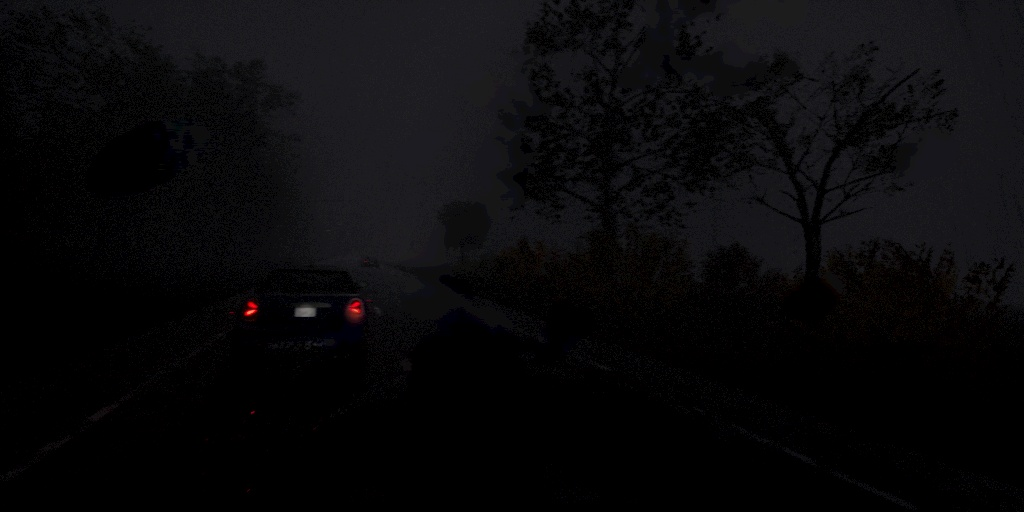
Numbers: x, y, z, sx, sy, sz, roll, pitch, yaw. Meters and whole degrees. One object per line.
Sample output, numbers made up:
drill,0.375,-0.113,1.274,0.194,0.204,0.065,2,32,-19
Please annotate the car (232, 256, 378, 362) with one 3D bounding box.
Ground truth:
car,-4.376,0.945,7.996,2.097,1.767,4.553,3,-1,-25

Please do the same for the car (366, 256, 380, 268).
car,-18.554,0.853,47.157,1.994,1.385,4.181,3,-1,-25
